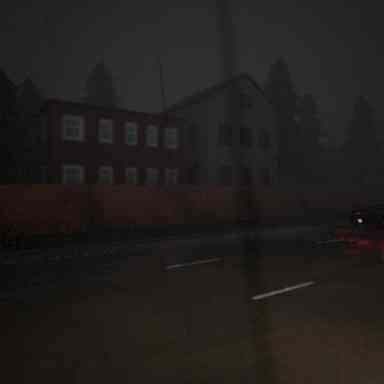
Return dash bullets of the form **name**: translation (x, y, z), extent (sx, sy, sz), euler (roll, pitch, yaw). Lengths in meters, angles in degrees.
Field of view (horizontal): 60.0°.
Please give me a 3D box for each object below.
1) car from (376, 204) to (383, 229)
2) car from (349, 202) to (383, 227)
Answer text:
- **car**: translation (11.116, 1.408, 15.990), extent (4.892, 1.490, 1.837), euler (-1, 0, -36)
- **car**: translation (11.732, 1.392, 20.730), extent (4.892, 1.490, 1.837), euler (-1, 0, -36)
